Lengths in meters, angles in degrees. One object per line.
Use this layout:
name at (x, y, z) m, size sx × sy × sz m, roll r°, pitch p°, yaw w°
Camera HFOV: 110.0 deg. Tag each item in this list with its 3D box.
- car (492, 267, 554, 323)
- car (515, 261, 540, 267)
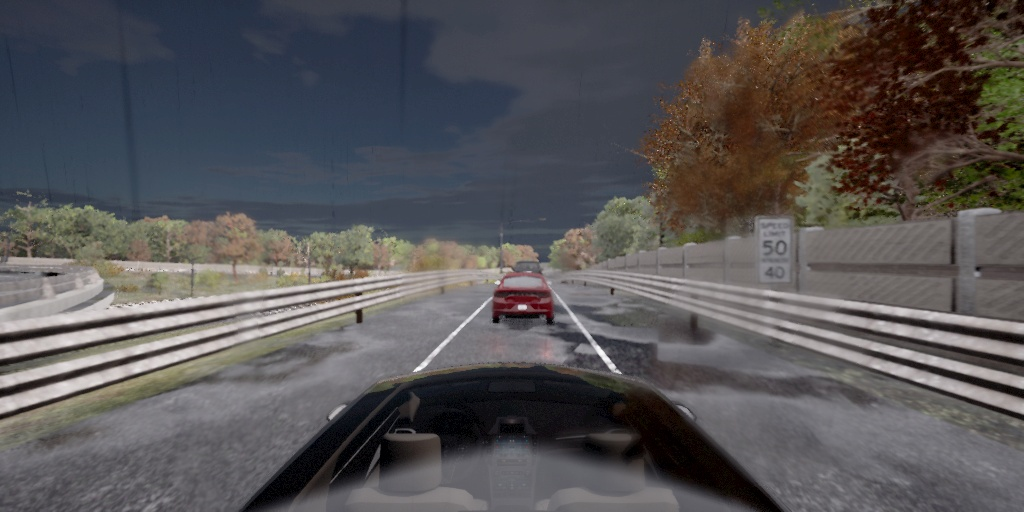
car at (0.413, 1.325, 12.688) m, size 1.882 × 1.535 × 5.008 m, roll 0°, pitch 0°, yaw 3°
car at (1.136, 1.412, 26.524) m, size 2.150 × 2.045 × 5.566 m, roll 0°, pitch -2°, yaw 2°
